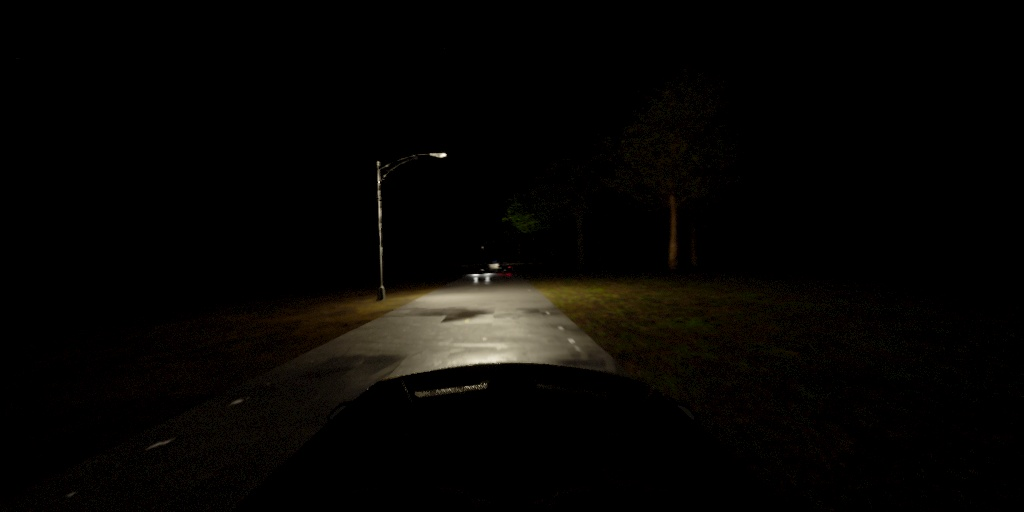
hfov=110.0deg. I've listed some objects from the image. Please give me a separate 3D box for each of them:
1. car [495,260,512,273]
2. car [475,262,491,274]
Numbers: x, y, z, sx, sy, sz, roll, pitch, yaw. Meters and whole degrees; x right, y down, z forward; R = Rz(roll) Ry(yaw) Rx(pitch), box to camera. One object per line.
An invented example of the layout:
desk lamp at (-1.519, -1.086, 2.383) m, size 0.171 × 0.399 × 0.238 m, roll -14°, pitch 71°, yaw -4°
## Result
car at (-1.006, 1.585, 49.520) m, size 1.895 × 1.301 × 4.718 m, roll -2°, pitch 0°, yaw -2°
car at (-3.891, 1.577, 48.196) m, size 1.837 × 1.490 × 4.892 m, roll -2°, pitch 0°, yaw -1°
